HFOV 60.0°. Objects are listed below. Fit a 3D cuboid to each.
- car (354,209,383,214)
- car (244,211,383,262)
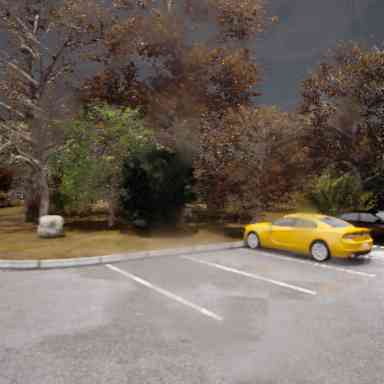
[{"bbox_3d":[8.702,1.644,16.005,2.097,1.535,5.008,1,0,-35],"label":"car"},{"bbox_3d":[4.173,1.576,12.767,2.097,1.535,5.008,1,0,-35],"label":"car"}]
